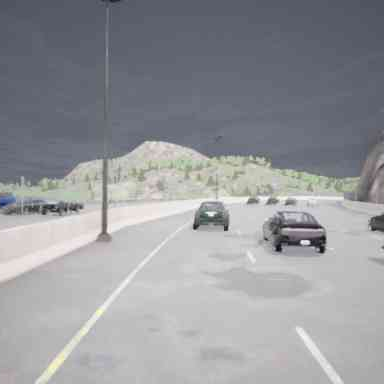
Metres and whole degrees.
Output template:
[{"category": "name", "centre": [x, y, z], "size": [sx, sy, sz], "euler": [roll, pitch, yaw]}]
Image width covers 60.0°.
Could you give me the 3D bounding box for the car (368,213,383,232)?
[{"category": "car", "centre": [11.612, 1.716, 18.720], "size": [1.994, 1.385, 4.181], "euler": [1, 0, 6]}]

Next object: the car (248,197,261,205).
[{"category": "car", "centre": [11.988, 1.655, 64.042], "size": [1.837, 1.490, 4.892], "euler": [0, 0, 22]}]

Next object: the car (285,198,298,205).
[{"category": "car", "centre": [18.809, 1.789, 62.833], "size": [2.033, 1.411, 5.357], "euler": [1, 0, 23]}]

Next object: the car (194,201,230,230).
[{"category": "car", "centre": [1.369, 1.367, 21.505], "size": [2.097, 1.767, 4.553], "euler": [1, 0, 7]}]

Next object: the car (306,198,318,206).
[{"category": "car", "centre": [22.455, 1.816, 61.945], "size": [1.812, 1.442, 4.674], "euler": [1, 0, 22]}]

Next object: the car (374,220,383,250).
[{"category": "car", "centre": [7.040, 1.694, 8.805], "size": [1.895, 1.301, 4.718], "euler": [1, 0, 4]}]

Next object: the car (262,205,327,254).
[{"category": "car", "centre": [4.115, 1.544, 13.927], "size": [2.128, 1.511, 4.902], "euler": [1, 0, 5]}]

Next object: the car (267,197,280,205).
[{"category": "car", "centre": [15.548, 1.703, 63.519], "size": [1.837, 1.490, 4.892], "euler": [0, 0, 22]}]
